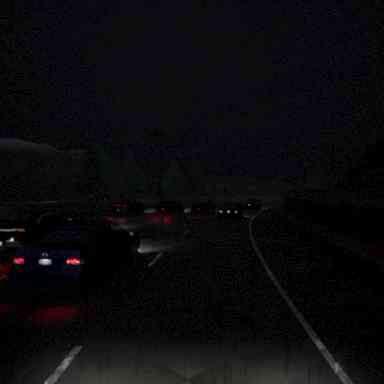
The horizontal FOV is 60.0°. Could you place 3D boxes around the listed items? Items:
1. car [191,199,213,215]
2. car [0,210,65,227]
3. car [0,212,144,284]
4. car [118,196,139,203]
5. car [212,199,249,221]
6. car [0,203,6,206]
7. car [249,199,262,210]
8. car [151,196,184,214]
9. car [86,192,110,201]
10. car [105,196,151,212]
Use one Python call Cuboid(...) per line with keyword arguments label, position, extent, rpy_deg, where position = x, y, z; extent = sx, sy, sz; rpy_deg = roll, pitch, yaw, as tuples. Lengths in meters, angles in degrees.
Cuboid(label="car", position=(1.275, 1.435, 33.676), extent=(1.882, 1.535, 5.008), rpy_deg=(0, 0, 15))
Cuboid(label="car", position=(-6.055, 1.461, 13.273), extent=(2.128, 1.511, 4.902), rpy_deg=(0, 0, 6))
Cuboid(label="car", position=(-2.928, 1.528, 9.573), extent=(2.033, 1.411, 5.357), rpy_deg=(0, 0, 4))
Cuboid(label="car", position=(-12.715, 1.427, 66.874), extent=(1.994, 1.385, 4.181), rpy_deg=(0, 0, 24))
Cuboid(label="car", position=(3.267, 1.517, 27.240), extent=(2.033, 1.411, 5.357), rpy_deg=(0, 0, 12))
Cuboid(label="car", position=(-17.969, 1.487, 28.982), extent=(1.994, 1.385, 4.181), rpy_deg=(0, 0, 12))
Cuboid(label="car", position=(7.640, 1.523, 42.338), extent=(1.994, 1.385, 4.181), rpy_deg=(0, 0, 19))
Cuboid(label="car", position=(-2.194, 1.441, 34.223), extent=(2.128, 1.511, 4.902), rpy_deg=(0, 0, 15))
Cuboid(label="car", position=(-17.913, 1.098, 63.955), extent=(2.150, 2.045, 5.566), rpy_deg=(0, 0, 24))
Cuboid(label="car", position=(-6.182, 1.434, 32.719), extent=(2.128, 1.511, 4.902), rpy_deg=(0, 0, 14))
